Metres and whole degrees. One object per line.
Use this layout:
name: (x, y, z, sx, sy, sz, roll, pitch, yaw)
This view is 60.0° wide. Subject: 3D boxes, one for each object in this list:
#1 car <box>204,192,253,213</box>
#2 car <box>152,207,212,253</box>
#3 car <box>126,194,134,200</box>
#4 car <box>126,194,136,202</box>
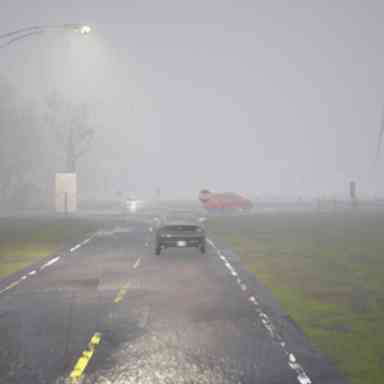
car: (3.765, 1.056, 34.054, 5.566, 2.045, 2.150, -1, -1, -39)
car: (-0.518, 1.459, 13.457, 1.837, 1.490, 4.892, 0, 0, -4)
car: (-16.209, 1.322, 86.883, 1.812, 1.442, 4.674, 0, 0, -11)
car: (-13.083, 1.367, 71.073, 2.033, 1.411, 5.357, 0, 0, -11)
